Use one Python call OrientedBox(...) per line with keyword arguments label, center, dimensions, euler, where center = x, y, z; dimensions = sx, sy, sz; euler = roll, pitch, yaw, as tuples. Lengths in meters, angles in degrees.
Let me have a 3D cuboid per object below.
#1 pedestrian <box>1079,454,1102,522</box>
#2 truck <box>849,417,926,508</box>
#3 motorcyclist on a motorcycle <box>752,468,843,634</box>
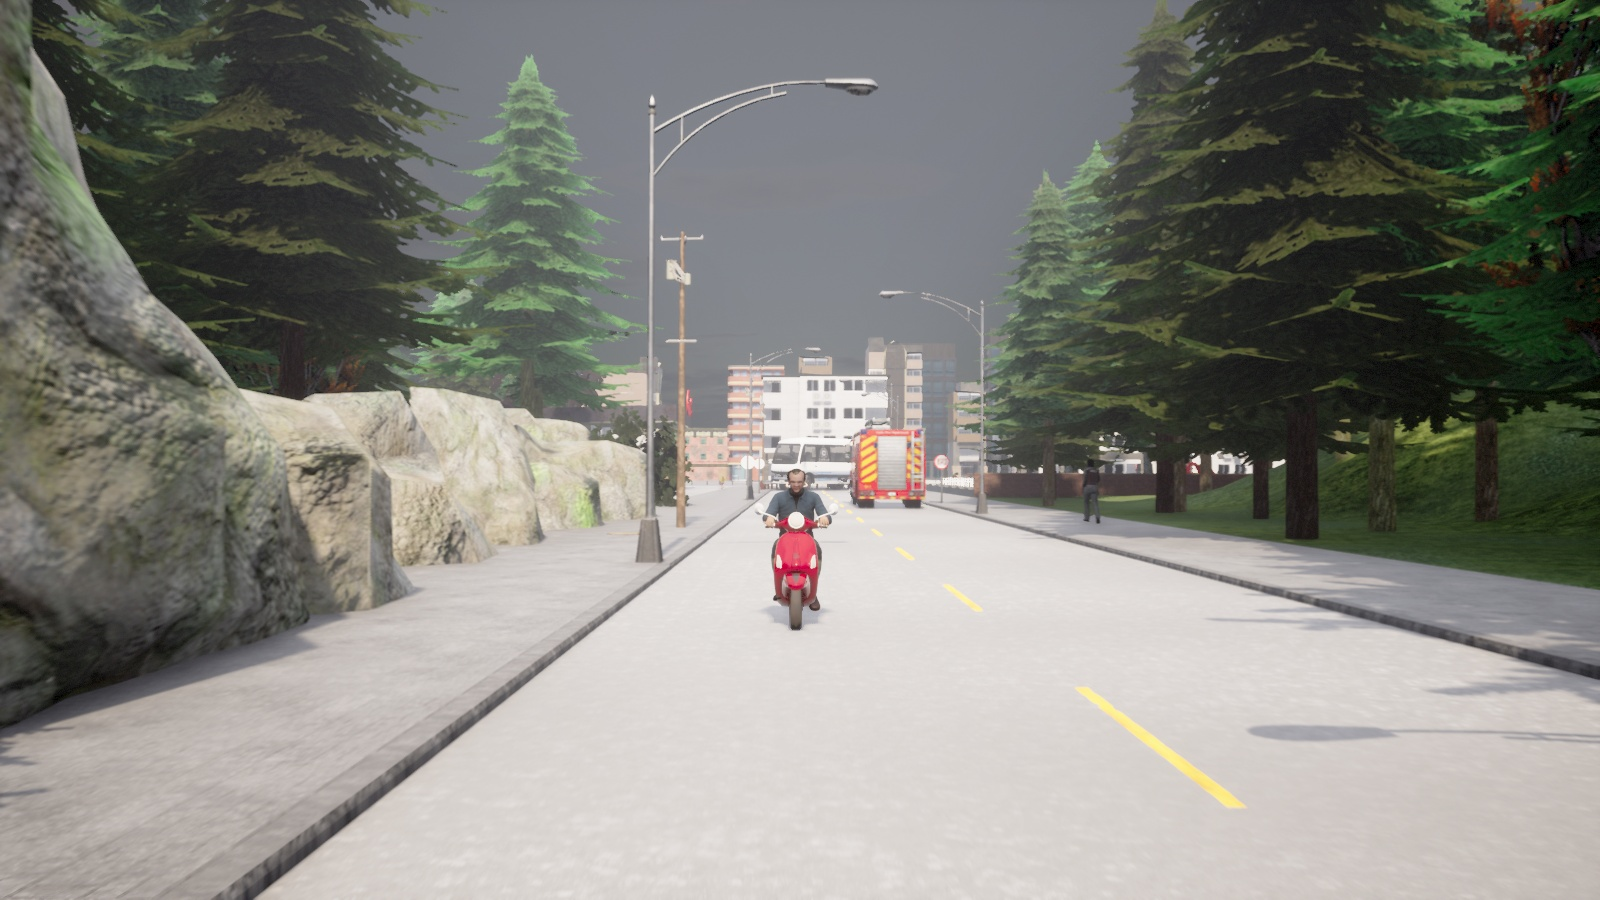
OrientedBox(label="pedestrian", center=(8.357, 1.096, 36.149), dimensions=(0.402, 1.930, 0.666), euler=(0, -1, -7))
OrientedBox(label="truck", center=(3.852, 0.595, 57.347), dimensions=(2.891, 3.827, 8.468), euler=(0, -1, 0))
OrientedBox(label="motorcyclist on a motorcycle", center=(-0.031, 0.985, 12.955), dimensions=(0.866, 1.590, 1.817), euler=(0, -1, 0))
